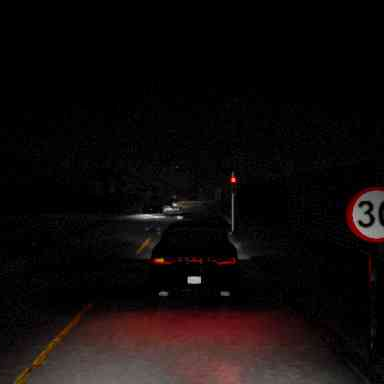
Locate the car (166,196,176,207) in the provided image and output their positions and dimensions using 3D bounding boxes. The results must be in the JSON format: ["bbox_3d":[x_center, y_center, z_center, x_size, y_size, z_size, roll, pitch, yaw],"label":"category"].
[{"bbox_3d":[-3.997,1.491,51.569,2.128,1.511,4.902,0,0,0],"label":"car"}]

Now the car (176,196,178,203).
[{"bbox_3d":[-3.871,1.492,69.126,2.128,1.511,4.902,0,0,0],"label":"car"}]

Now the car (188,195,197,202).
[{"bbox_3d":[0.135,1.339,71.405,1.812,1.442,4.674,0,0,0],"label":"car"}]

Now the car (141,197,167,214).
[{"bbox_3d":[-4.034,1.564,34.757,1.994,1.385,4.181,0,0,0],"label":"car"}]

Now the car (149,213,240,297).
[{"bbox_3d":[0.068,1.478,8.629,1.882,1.535,5.008,0,0,1],"label":"car"}]
